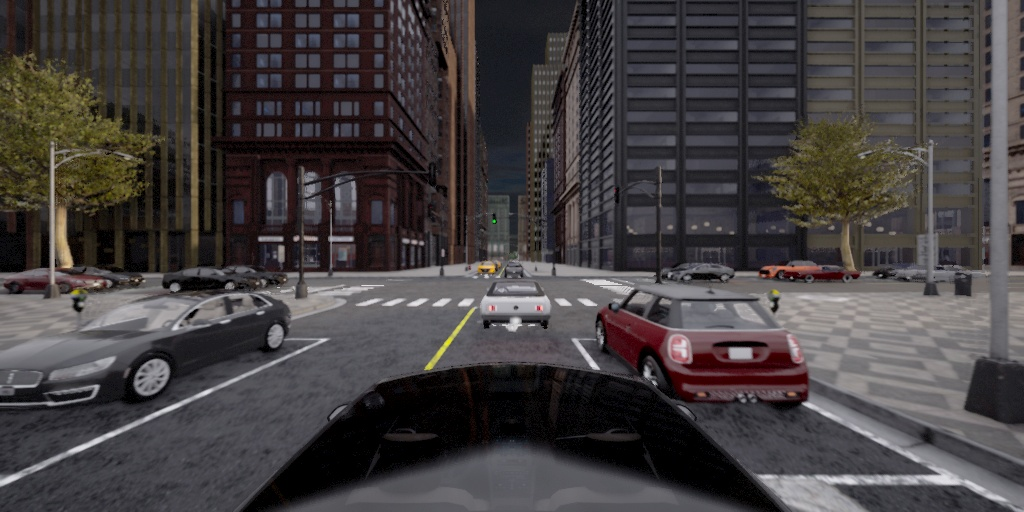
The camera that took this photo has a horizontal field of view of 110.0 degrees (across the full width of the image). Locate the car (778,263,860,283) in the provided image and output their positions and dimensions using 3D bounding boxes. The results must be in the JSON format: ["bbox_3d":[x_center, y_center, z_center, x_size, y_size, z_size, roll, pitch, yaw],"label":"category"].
[{"bbox_3d":[23.914,1.382,27.876,4.718,1.301,1.895,0,0,0],"label":"car"}]

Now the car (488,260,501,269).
[{"bbox_3d":[-2.978,1.481,61.937,1.882,1.535,5.008,0,0,0],"label":"car"}]

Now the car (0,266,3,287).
[{"bbox_3d":[-38.337,1.445,24.367,4.892,1.490,1.837,0,0,0],"label":"car"}]

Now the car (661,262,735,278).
[{"bbox_3d":[14.645,1.293,27.875,4.902,1.511,2.128,0,0,-2],"label":"car"}]

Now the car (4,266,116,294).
[{"bbox_3d":[-26.809,1.438,21.118,4.674,1.442,1.812,0,0,0],"label":"car"}]

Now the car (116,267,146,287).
[{"bbox_3d":[-27.931,1.416,24.366,4.892,1.490,1.837,0,0,0],"label":"car"}]

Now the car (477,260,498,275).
[{"bbox_3d":[-3.010,1.392,42.759,1.882,1.535,5.008,0,0,0],"label":"car"}]

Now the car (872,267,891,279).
[{"bbox_3d":[34.670,1.303,31.128,5.357,1.411,2.033,0,0,0],"label":"car"}]

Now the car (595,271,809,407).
[{"bbox_3d":[2.766,1.207,6.265,1.967,1.591,4.097,0,0,0],"label":"car"}]

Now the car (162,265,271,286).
[{"bbox_3d":[-17.529,1.364,21.130,5.008,1.535,1.882,0,0,-1],"label":"car"}]

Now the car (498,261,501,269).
[{"bbox_3d":[-3.016,1.448,52.052,2.128,1.511,4.902,0,0,0],"label":"car"}]

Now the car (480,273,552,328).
[{"bbox_3d":[0.104,1.387,11.488,1.895,1.301,4.718,0,0,0],"label":"car"}]

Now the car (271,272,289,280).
[{"bbox_3d":[-17.942,1.362,24.376,5.008,1.535,1.882,0,0,0],"label":"car"}]

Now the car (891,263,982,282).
[{"bbox_3d":[33.037,1.364,27.878,4.718,1.301,1.895,0,0,0],"label":"car"}]

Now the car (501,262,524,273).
[{"bbox_3d":[0.186,1.381,37.434,2.128,1.511,4.902,0,0,0],"label":"car"}]

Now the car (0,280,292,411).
[{"bbox_3d":[-5.760,1.317,6.273,2.007,1.370,4.403,0,0,0],"label":"car"}]

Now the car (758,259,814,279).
[{"bbox_3d":[24.060,1.129,31.120,4.553,1.767,2.097,0,0,0],"label":"car"}]
